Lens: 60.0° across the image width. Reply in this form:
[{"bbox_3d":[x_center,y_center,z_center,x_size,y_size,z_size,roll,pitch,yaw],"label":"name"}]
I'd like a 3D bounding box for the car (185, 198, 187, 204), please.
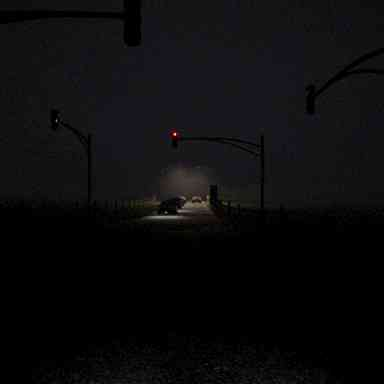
[{"bbox_3d":[-2.163,1.560,53.824,2.033,1.411,5.357,0,0,1],"label":"car"}]

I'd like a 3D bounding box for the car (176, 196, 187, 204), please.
[{"bbox_3d":[-1.972,1.581,63.830,1.994,1.385,4.181,0,0,2],"label":"car"}]

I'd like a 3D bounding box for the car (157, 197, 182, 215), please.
[{"bbox_3d":[-2.440,1.553,34.199,2.033,1.411,5.357,0,0,0],"label":"car"}]

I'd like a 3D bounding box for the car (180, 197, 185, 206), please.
[{"bbox_3d":[-2.299,1.514,43.977,1.837,1.490,4.892,0,0,1],"label":"car"}]

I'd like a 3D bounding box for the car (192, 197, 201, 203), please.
[{"bbox_3d":[1.000,1.619,68.915,1.895,1.301,4.718,0,0,1],"label":"car"}]
